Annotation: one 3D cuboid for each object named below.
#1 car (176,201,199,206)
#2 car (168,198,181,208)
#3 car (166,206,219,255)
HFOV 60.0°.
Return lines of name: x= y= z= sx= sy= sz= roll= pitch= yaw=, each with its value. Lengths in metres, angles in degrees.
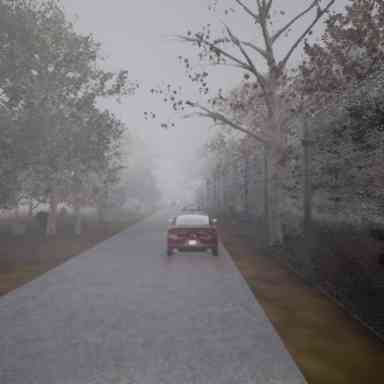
car: x=-0.022 y=1.707 z=27.574 sx=1.994 sy=1.385 sz=4.181 roll=0 pitch=0 yaw=0
car: x=-3.071 y=1.812 z=58.240 sx=2.097 sy=1.767 sz=4.553 roll=0 pitch=-1 yaw=0
car: x=0.032 y=1.549 z=13.670 sx=1.882 sy=1.535 sz=5.008 roll=0 pitch=0 yaw=0
